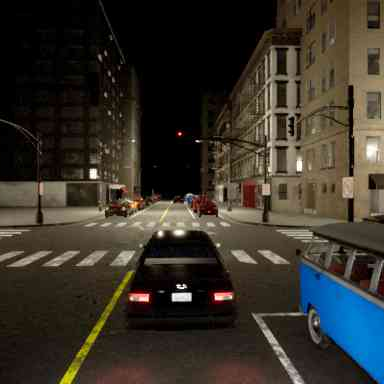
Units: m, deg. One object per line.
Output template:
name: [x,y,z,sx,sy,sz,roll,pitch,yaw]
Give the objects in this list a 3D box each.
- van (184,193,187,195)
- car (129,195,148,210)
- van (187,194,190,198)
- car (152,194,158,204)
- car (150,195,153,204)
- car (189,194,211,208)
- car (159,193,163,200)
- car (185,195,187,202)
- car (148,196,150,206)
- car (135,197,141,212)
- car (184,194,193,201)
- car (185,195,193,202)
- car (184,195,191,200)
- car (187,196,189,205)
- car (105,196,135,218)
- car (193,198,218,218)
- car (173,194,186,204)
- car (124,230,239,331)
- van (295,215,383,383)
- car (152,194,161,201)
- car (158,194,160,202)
van: [-0.475,1.332,73.793,1.690,1.788,3.998,0,0,-2]
car: [-7.100,1.315,41.022,2.192,1.841,5.009,0,0,-2]
van: [0.453,1.339,52.176,1.690,1.788,3.998,0,0,-2]
car: [-8.029,1.545,62.640,2.008,1.369,4.403,0,0,-2]
car: [-7.565,1.564,51.831,1.947,1.339,4.313,0,0,-2]
car: [1.150,1.315,35.961,2.192,1.841,5.009,0,0,-2]
car: [-8.725,1.304,78.853,2.192,1.841,5.009,0,0,-2]
car: [0.221,1.562,57.580,1.947,1.339,4.313,0,0,-2]
car: [-7.325,1.525,46.256,1.752,1.417,4.829,0,0,-2]
car: [-6.861,1.526,35.447,1.752,1.417,4.829,0,0,-2]
car: [-0.940,1.427,84.602,1.967,1.590,4.097,0,0,-2]
car: [-0.715,1.514,79.368,1.752,1.417,4.829,0,0,-2]
car: [-1.172,1.530,90.006,1.887,1.381,4.507,0,0,-2]
car: [0.685,1.544,46.771,1.887,1.381,4.507,0,0,-2]
car: [-6.636,1.440,30.213,1.967,1.590,4.097,0,0,-2]
car: [1.382,1.545,30.557,1.887,1.381,4.507,0,0,-2]
car: [-2.488,1.521,61.353,1.812,1.442,4.674,0,0,-3]
car: [-0.257,1.547,7.258,2.033,1.411,5.357,0,0,-2]
van: [2.536,1.341,3.702,1.690,1.788,3.998,0,0,-2]
car: [-8.958,1.427,84.258,1.967,1.590,4.097,0,0,-2]
car: [-8.261,1.558,68.044,1.947,1.339,4.313,0,0,-2]
